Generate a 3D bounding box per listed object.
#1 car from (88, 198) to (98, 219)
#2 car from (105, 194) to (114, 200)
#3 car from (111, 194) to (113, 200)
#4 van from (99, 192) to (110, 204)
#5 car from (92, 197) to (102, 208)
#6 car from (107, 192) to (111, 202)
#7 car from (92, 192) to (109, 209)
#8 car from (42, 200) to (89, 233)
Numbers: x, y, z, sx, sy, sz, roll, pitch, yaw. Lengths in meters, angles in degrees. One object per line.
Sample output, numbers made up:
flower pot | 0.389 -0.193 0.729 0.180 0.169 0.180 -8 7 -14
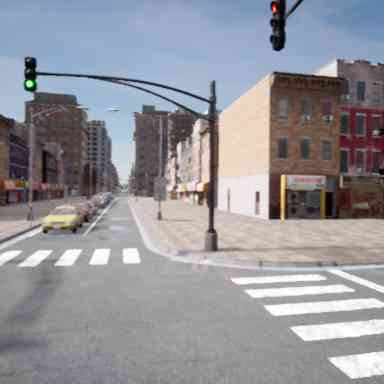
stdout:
car | -8.142 1.357 23.987 1.887 1.381 4.507 1 0 -12
car | -19.457 1.101 78.715 1.752 1.417 4.829 1 0 -12
car | -13.813 0.996 51.434 2.192 1.841 5.009 1 0 -12
van | -14.948 0.999 56.923 1.690 1.788 3.998 1 0 -12
car | -9.278 1.365 29.477 1.802 1.307 4.206 1 0 -12
car | -12.680 1.145 45.944 1.967 1.590 4.097 1 0 -12
car | -11.546 1.170 40.455 1.967 1.590 4.097 1 0 -12
car | -6.973 1.370 18.332 1.752 1.417 4.829 1 0 -12
